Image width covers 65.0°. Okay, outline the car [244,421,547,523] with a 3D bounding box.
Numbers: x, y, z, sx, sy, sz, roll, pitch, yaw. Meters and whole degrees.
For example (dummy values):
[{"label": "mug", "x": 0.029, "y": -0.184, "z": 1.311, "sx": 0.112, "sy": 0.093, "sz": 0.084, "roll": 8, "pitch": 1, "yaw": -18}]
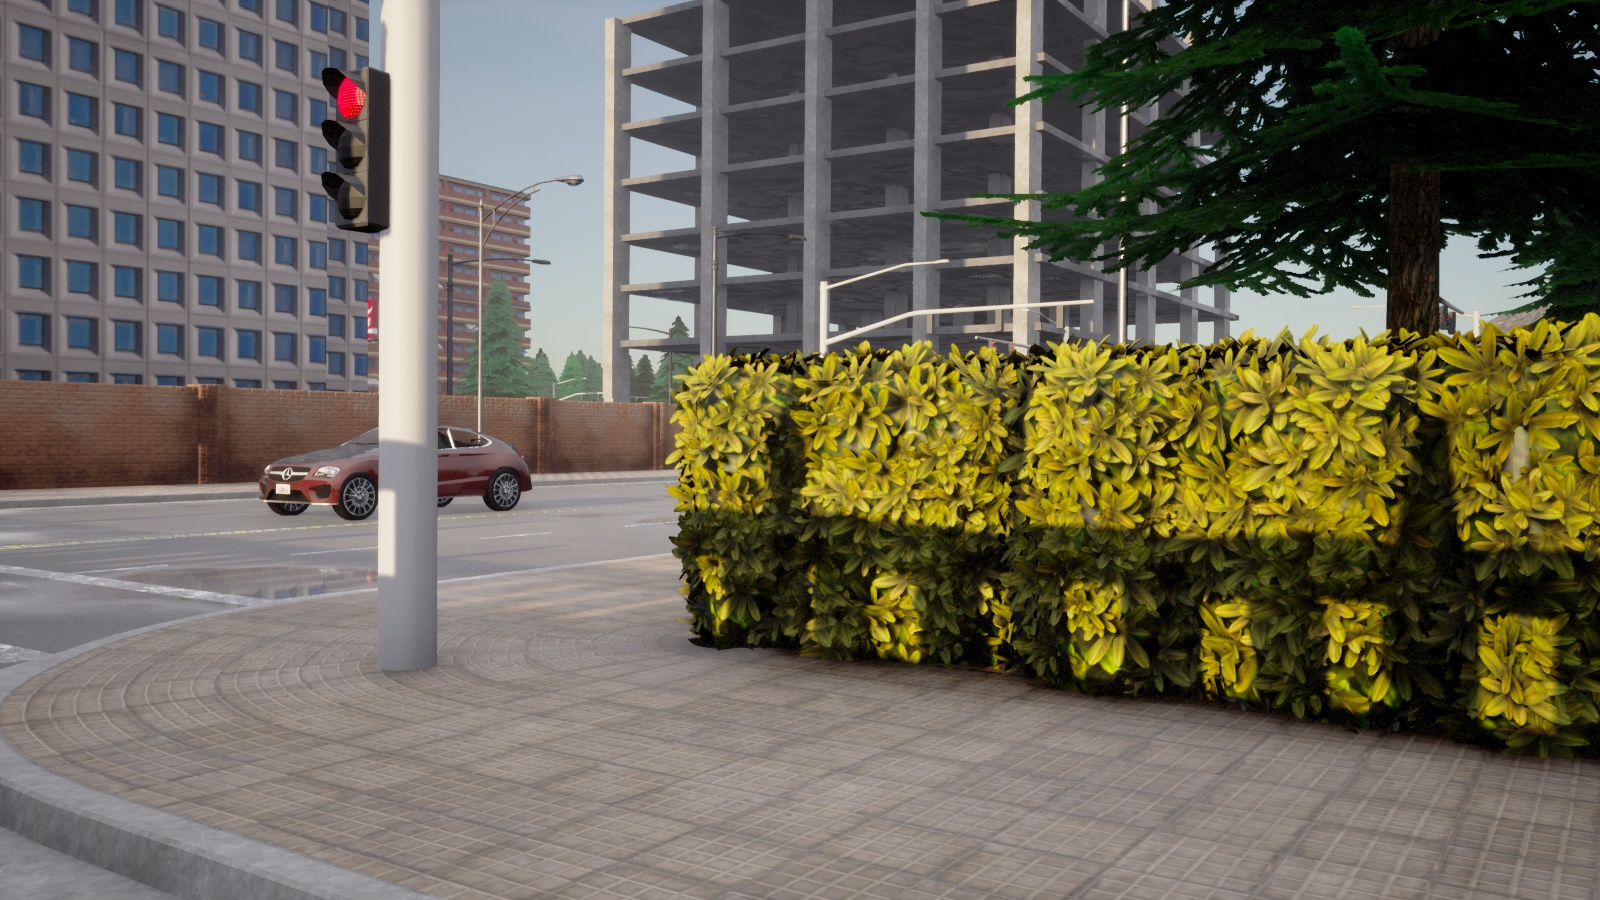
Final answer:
[{"label": "car", "x": -7.250, "y": 0.316, "z": 23.069, "sx": 2.152, "sy": 1.651, "sz": 5.027, "roll": 0, "pitch": 1, "yaw": 33}]
